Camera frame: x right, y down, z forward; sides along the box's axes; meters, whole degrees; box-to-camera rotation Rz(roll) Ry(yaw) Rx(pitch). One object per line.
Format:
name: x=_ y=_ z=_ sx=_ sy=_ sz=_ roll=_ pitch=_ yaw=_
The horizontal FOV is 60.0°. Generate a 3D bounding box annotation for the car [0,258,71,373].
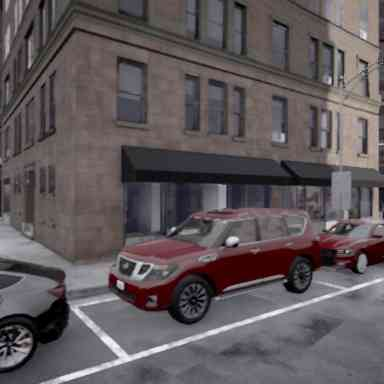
car: x=-3.755 y=1.564 z=4.084 sx=4.313 sy=1.339 sz=1.947 roll=0 pitch=0 yaw=-36

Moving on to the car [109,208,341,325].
car: x=0.792 y=1.323 z=7.327 sx=5.009 sy=1.841 sz=2.192 roll=0 pitch=0 yaw=-36

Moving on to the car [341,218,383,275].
car: x=5.339 y=1.562 z=10.573 sx=4.507 sy=1.381 sz=1.887 roll=0 pitch=0 yaw=-36
